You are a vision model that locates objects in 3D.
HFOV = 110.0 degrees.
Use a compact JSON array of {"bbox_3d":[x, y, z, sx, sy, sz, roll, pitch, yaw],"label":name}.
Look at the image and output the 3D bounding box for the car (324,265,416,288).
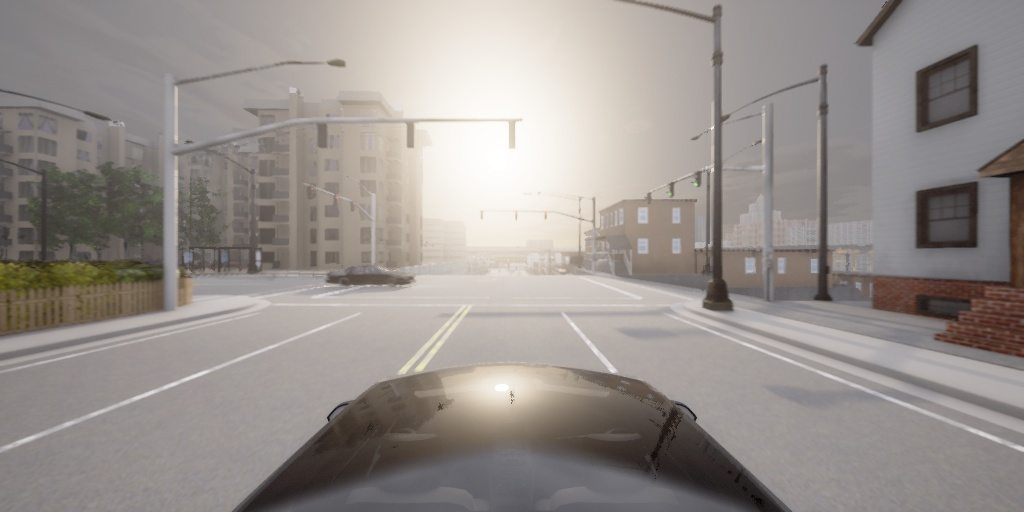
[{"bbox_3d":[-9.039,1.289,23.037,5.357,1.411,2.033,0,0,1],"label":"car"}]
